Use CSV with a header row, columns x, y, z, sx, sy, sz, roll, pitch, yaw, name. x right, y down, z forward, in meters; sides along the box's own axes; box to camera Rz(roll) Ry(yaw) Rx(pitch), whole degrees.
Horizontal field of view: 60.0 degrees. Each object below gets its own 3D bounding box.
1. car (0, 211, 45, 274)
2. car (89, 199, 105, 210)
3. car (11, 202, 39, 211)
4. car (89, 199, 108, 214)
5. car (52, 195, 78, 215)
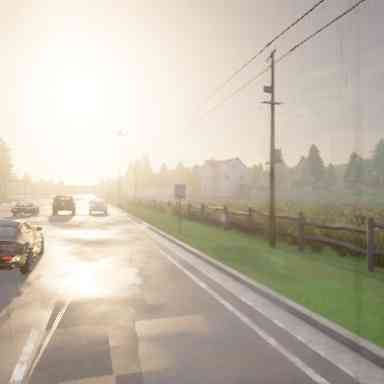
x,y,z,sx,sy,sz,roll,pitch,yaw,name
-5.764,1.545,10.275,1.812,1.442,4.674,0,0,-17,car
-13.357,1.682,46.549,2.033,1.411,5.357,0,0,-17,car
-16.424,1.671,33.031,1.895,1.301,4.718,0,0,-17,car
-10.301,1.632,36.598,1.812,1.442,4.674,0,0,-17,car
-13.475,1.313,35.358,2.150,2.045,5.566,0,0,-17,car
